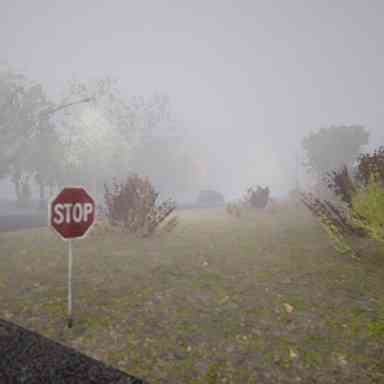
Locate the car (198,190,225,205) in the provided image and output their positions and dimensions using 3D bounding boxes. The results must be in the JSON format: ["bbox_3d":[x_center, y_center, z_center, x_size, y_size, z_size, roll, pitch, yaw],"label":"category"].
[{"bbox_3d":[2.933,0.762,49.707,2.150,2.045,5.566,1,1,29],"label":"car"}]

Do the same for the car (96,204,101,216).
[{"bbox_3d":[-9.354,1.314,27.190,1.837,1.490,4.892,0,1,28],"label":"car"}]
